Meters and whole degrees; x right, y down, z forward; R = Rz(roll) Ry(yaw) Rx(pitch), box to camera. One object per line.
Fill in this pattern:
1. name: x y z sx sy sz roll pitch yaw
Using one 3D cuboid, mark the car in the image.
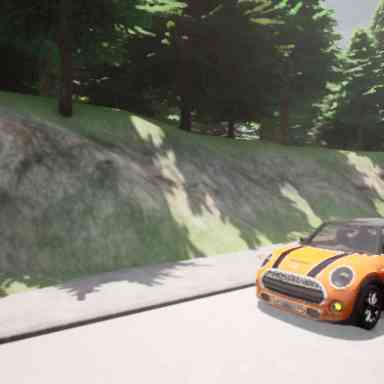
1. car: 3.483 1.375 7.081 4.553 1.767 2.097 0 0 -35
